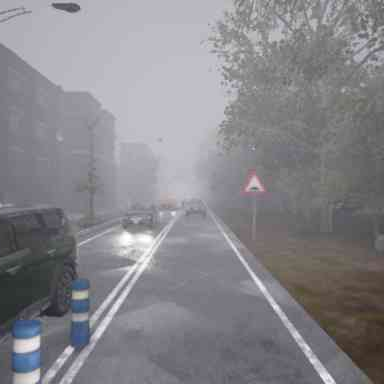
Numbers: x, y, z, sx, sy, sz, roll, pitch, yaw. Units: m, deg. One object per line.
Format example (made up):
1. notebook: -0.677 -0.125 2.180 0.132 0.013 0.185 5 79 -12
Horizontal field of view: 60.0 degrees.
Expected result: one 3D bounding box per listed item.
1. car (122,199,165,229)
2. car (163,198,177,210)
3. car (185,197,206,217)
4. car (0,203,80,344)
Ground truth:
1. car: -3.208 1.468 21.628 2.128 1.511 4.902 0 0 1
2. car: -2.895 1.433 41.318 1.882 1.535 5.008 0 0 1
3. car: 0.348 1.509 31.259 2.033 1.411 5.357 0 0 1
4. car: -3.406 1.221 4.559 2.150 2.045 5.566 0 0 2
